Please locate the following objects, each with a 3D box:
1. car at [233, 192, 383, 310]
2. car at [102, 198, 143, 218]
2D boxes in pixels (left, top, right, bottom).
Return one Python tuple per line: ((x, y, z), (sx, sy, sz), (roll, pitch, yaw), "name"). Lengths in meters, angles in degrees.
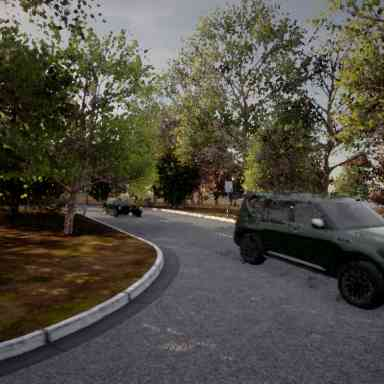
((3.236, 1.077, 8.280), (2.150, 2.045, 5.566), (-1, 2, -28), "car")
((-5.100, 1.124, 24.191), (1.895, 1.301, 4.718), (1, 0, -28), "car")
